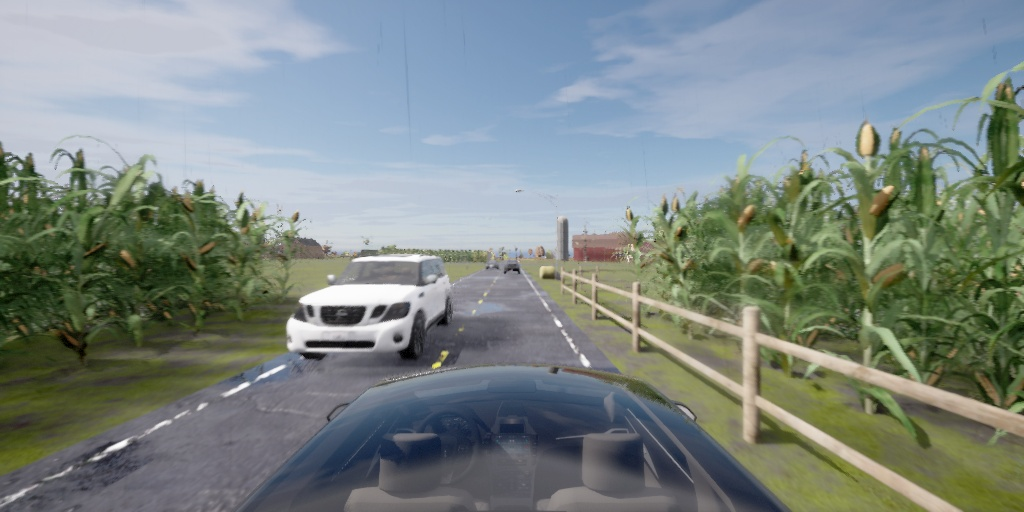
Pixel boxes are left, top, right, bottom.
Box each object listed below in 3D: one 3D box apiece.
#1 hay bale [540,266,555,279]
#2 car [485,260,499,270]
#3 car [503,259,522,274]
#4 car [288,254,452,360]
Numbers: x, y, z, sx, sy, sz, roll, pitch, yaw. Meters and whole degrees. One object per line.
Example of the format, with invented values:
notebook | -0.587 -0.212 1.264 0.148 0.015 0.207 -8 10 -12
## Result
hay bale | 3.123 1.408 31.605 1.220 1.180 1.240 0 0 0
car | -2.818 1.266 51.865 2.128 1.511 4.902 0 0 0
car | 0.022 1.265 40.945 1.837 1.490 4.892 0 0 1
car | -2.850 0.970 8.670 2.150 2.045 5.566 0 0 0
